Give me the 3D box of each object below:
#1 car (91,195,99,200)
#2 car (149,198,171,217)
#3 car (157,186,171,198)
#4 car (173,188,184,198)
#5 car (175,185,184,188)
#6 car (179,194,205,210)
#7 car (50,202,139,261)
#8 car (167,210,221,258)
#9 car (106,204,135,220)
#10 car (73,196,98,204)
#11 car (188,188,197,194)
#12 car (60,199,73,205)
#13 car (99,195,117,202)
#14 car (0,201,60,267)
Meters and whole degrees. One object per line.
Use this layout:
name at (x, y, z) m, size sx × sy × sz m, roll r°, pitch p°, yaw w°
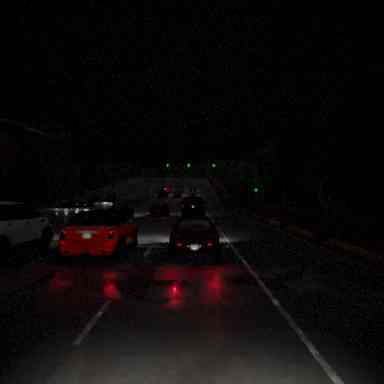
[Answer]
car at (-20.938, 1.339, 71.135) m, size 2.033 × 1.411 × 5.357 m, roll 0°, pitch 4°, yaw 0°
car at (-3.394, 1.770, 35.699) m, size 1.882 × 1.535 × 5.008 m, roll 0°, pitch 0°, yaw 0°
car at (-6.896, 0.360, 78.401) m, size 2.150 × 2.045 × 5.566 m, roll 0°, pitch 6°, yaw 0°
car at (-3.394, 0.575, 78.793) m, size 1.882 × 1.535 × 5.008 m, roll 0°, pitch 6°, yaw 0°
car at (-3.336, -0.936, 88.819) m, size 2.150 × 2.045 × 5.566 m, roll 0°, pitch 7°, yaw 0°
car at (0.105, 1.493, 33.145) m, size 2.150 × 2.045 × 5.566 m, roll 0°, pitch 0°, yaw 0°
car at (-3.410, 1.459, 12.927) m, size 2.097 × 1.767 × 4.553 m, roll 0°, pitch 0°, yaw 0°
car at (0.091, 1.634, 13.101) m, size 1.812 × 1.442 × 4.674 m, roll 0°, pitch 0°, yaw 0°
car at (-6.896, 1.868, 32.557) m, size 1.895 × 1.301 × 4.718 m, roll 0°, pitch 0°, yaw 0°
car at (-17.533, 1.932, 55.004) m, size 1.837 × 1.490 × 4.892 m, roll 0°, pitch 0°, yaw 0°
car at (0.106, 0.575, 78.773) m, size 1.882 × 1.535 × 5.008 m, roll 0°, pitch 6°, yaw 0°
car at (-21.025, 1.949, 55.485) m, size 1.812 × 1.442 × 4.674 m, roll 0°, pitch 0°, yaw 0°
car at (-17.440, 1.360, 70.855) m, size 2.033 × 1.411 × 5.357 m, roll 0°, pitch 4°, yaw 0°
car at (-6.969, 1.321, 11.879) m, size 2.150 × 2.045 × 5.566 m, roll 0°, pitch 0°, yaw -1°
